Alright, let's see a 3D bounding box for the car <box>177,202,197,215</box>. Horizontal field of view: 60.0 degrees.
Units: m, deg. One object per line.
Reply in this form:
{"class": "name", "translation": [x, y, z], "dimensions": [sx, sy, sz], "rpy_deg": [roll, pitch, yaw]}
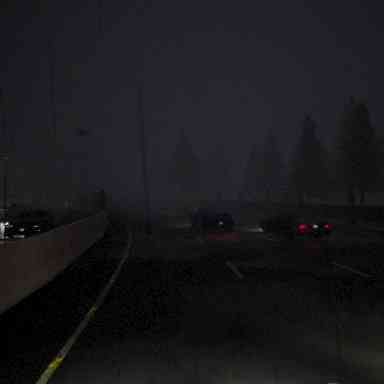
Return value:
{"class": "car", "translation": [-0.330, 1.887, 39.509], "dimensions": [1.882, 1.535, 5.008], "rpy_deg": [0, -1, -21]}

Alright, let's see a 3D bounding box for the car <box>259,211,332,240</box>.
{"class": "car", "translation": [5.482, 1.733, 18.389], "dimensions": [2.033, 1.411, 5.357], "rpy_deg": [0, -1, -10]}

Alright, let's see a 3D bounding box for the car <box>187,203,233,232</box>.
{"class": "car", "translation": [1.213, 1.704, 21.896], "dimensions": [1.882, 1.535, 5.008], "rpy_deg": [0, -1, -11]}
